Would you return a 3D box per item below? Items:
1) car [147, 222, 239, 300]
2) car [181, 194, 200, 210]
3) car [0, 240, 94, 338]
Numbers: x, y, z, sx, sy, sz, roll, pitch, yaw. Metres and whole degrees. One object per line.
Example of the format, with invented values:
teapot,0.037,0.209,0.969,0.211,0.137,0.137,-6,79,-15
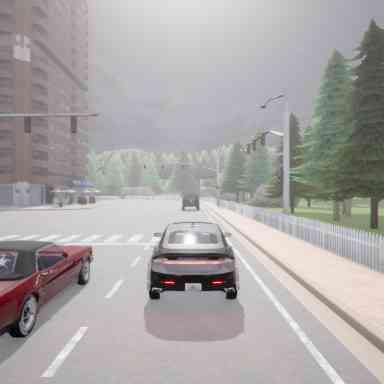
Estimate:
car,0.021,1.492,8.398,2.128,1.511,4.902,0,0,0
car,-0.182,1.222,42.908,2.150,2.045,5.566,0,0,-1
car,-3.452,1.601,6.548,1.895,1.301,4.718,0,0,0
